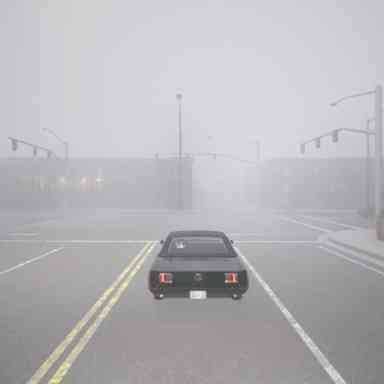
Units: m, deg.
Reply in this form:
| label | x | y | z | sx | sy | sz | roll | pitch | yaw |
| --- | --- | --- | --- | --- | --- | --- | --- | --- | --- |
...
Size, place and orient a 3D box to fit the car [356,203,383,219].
| label | x | y | z | sx | sy | sz | roll | pitch | yaw |
| --- | --- | --- | --- | --- | --- | --- | --- | --- | --- |
| car | 16.895 | 1.601 | 28.735 | 4.718 | 1.301 | 1.895 | 0 | 0 | 0 |

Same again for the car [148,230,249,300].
| label | x | y | z | sx | sy | sz | roll | pitch | yaw |
| --- | --- | --- | --- | --- | --- | --- | --- | --- | --- |
| car | 0.122 | 1.601 | 8.334 | 1.895 | 1.301 | 4.718 | 0 | 0 | 0 |
